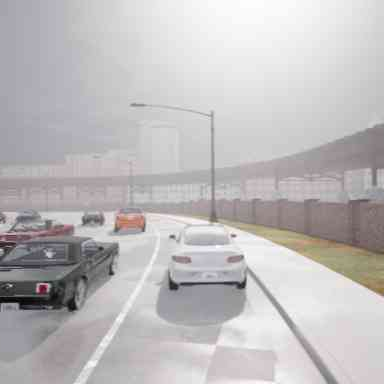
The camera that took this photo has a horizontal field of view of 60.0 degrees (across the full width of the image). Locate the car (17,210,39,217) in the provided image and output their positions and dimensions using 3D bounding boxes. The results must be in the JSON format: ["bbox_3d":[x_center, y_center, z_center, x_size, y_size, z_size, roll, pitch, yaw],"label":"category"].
[{"bbox_3d":[-17.949,2.712,36.721,1.994,1.385,4.181,0,-2,-17],"label":"car"}]

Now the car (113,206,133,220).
[{"bbox_3d":[-8.823,2.625,42.133,1.801,1.575,5.366,0,-2,-18],"label":"car"}]

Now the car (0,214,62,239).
[{"bbox_3d":[-6.867,1.891,15.165,1.895,1.301,4.718,-1,-1,-4],"label":"car"}]

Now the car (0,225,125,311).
[{"bbox_3d":[-3.095,1.709,7.908,1.895,1.301,4.718,-1,-1,0],"label":"car"}]

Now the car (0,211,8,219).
[{"bbox_3d":[-21.335,2.704,35.844,1.812,1.442,4.674,0,-2,-17],"label":"car"}]

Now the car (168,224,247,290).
[{"bbox_3d":[0.332,1.617,9.252,1.812,1.442,4.674,-1,-1,-1],"label":"car"}]

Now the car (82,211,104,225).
[{"bbox_3d":[-9.427,2.452,31.961,1.895,1.301,4.718,0,-2,-13],"label":"car"}]

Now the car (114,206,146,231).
[{"bbox_3d":[-4.471,1.888,24.550,2.097,1.767,4.553,-1,-2,-8],"label":"car"}]
